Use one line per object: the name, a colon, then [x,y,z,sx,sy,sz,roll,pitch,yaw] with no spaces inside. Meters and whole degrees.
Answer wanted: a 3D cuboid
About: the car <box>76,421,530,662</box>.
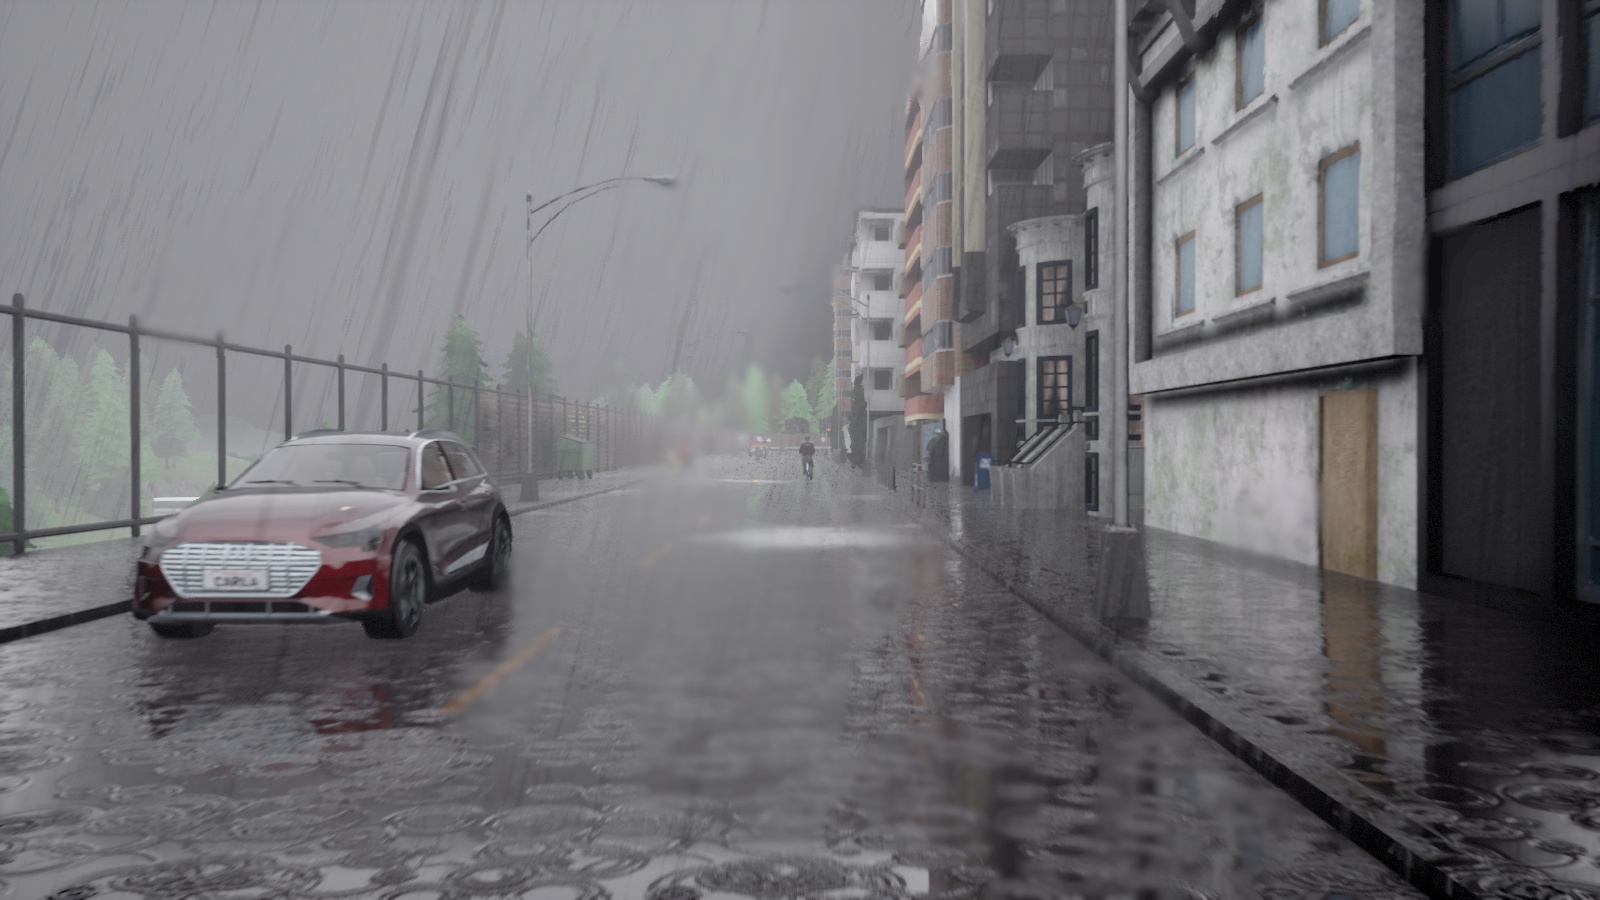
car: [-3.922,0.611,11.012,2.033,1.649,4.856,0,0,0]
